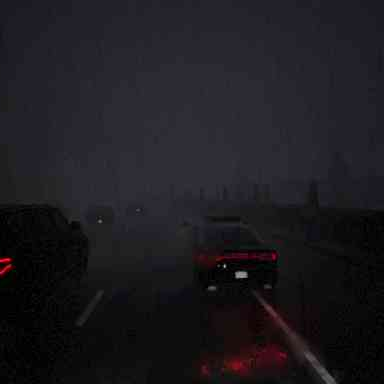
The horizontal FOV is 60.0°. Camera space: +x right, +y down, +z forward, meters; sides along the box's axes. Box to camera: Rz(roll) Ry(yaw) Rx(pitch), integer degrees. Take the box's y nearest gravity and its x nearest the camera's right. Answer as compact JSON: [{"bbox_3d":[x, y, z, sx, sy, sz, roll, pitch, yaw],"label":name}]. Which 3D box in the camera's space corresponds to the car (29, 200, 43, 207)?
[{"bbox_3d":[-36.554,2.695,78.128,2.033,1.411,5.357,0,-4,-16],"label":"car"}]

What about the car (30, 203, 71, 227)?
[{"bbox_3d":[-10.610,1.665,25.345,2.128,1.511,4.902,0,0,-14],"label":"car"}]

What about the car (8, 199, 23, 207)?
[{"bbox_3d":[-38.669,2.365,72.787,1.882,1.535,5.008,0,-3,-16],"label":"car"}]

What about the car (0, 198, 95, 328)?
[{"bbox_3d":[-3.842,1.268,7.143,2.150,2.045,5.566,0,0,-5],"label":"car"}]

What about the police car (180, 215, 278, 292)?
[{"bbox_3d":[0.749,1.479,9.272,1.930,1.638,5.238,0,0,-5],"label":"police car"}]

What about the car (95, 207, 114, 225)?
[{"bbox_3d":[-6.971,1.763,25.360,1.895,1.301,4.718,0,0,-14],"label":"car"}]

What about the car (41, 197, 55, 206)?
[{"bbox_3d":[-31.258,2.125,72.326,2.097,1.767,4.553,0,-2,-16],"label":"car"}]

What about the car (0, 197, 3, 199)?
[{"bbox_3d":[-20.021,1.470,32.593,2.150,2.045,5.566,0,0,-16],"label":"car"}]

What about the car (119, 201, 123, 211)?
[{"bbox_3d":[-9.035,1.898,45.858,1.895,1.301,4.718,0,0,-16],"label":"car"}]

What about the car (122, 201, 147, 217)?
[{"bbox_3d":[-5.872,1.781,34.754,1.994,1.385,4.181,0,0,-16],"label":"car"}]
